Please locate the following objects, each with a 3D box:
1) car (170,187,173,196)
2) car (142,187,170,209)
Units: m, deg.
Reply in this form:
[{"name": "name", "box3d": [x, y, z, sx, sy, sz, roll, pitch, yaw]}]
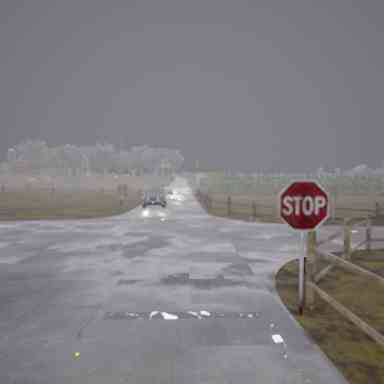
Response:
[{"name": "car", "box3d": [-4.311, -0.155, 58.430, 1.812, 1.442, 4.674, 0, 3, -2]}, {"name": "car", "box3d": [-3.630, 0.515, 33.013, 2.150, 2.045, 5.566, 0, 2, -2]}]
